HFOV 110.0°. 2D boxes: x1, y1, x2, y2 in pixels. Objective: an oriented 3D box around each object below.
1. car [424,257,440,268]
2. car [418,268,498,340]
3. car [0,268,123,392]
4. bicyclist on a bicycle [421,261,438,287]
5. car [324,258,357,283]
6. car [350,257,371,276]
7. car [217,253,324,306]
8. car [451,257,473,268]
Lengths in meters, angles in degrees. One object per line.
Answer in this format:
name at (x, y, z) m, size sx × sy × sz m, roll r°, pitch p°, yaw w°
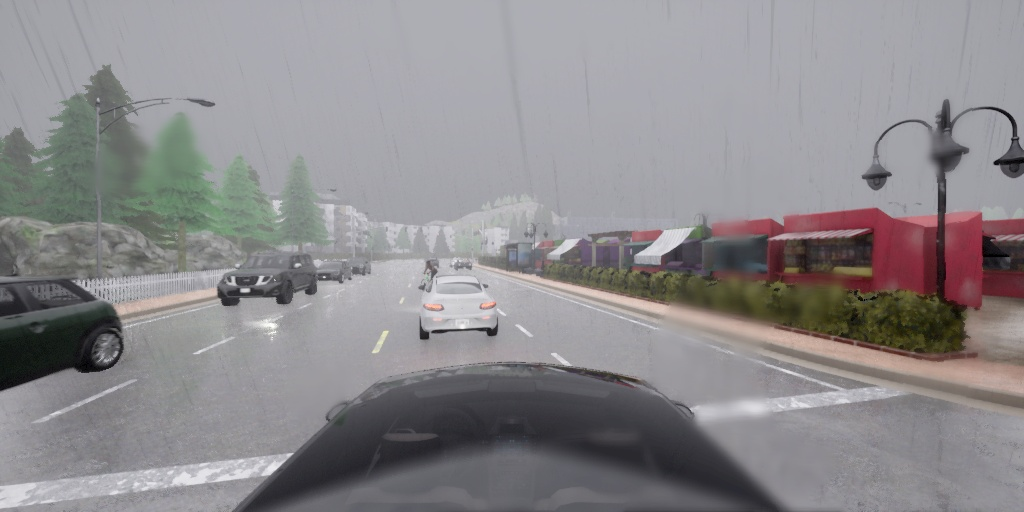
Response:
car at (-11.309, 0.900, 50.810) m, size 1.837 × 1.490 × 4.892 m, roll 0°, pitch 0°, yaw -13°
car at (-1.560, 1.225, 9.848) m, size 1.812 × 1.442 × 4.674 m, roll 0°, pitch 0°, yaw -13°
car at (-7.640, 1.089, 4.383) m, size 2.097 × 1.767 × 4.553 m, roll 0°, pitch 1°, yaw -13°
bicyclist on a bicycle at (-4.483, 1.079, 19.671) m, size 0.582 × 1.620 × 1.656 m, roll 0°, pitch 1°, yaw 24°
car at (-12.594, 1.087, 25.339) m, size 1.837 × 1.490 × 4.892 m, roll 0°, pitch 0°, yaw -13°
car at (-14.487, 0.875, 33.320) m, size 2.097 × 1.767 × 4.553 m, roll 0°, pitch 0°, yaw -13°
car at (-10.278, 0.877, 15.633) m, size 2.150 × 2.045 × 5.566 m, roll 0°, pitch 0°, yaw -13°
car at (-6.014, 1.049, 43.798) m, size 1.895 × 1.301 × 4.718 m, roll 0°, pitch 0°, yaw -13°
